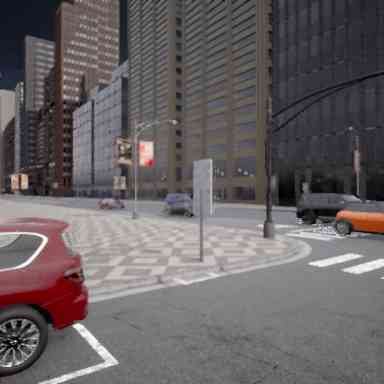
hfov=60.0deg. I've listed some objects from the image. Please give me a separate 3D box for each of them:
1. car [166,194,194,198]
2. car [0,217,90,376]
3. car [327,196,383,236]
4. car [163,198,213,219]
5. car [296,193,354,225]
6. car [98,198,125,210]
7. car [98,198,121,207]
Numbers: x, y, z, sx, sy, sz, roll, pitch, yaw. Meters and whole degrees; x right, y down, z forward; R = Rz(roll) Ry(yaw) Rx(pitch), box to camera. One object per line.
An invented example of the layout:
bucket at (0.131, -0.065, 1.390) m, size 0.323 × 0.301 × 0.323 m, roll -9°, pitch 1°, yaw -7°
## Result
car at (-0.791, 1.180, 34.835) m, size 2.150 × 2.045 × 5.566 m, roll 0°, pitch -1°, yaw -36°
car at (-3.816, 1.321, 4.033) m, size 5.009 × 1.841 × 2.192 m, roll 0°, pitch 1°, yaw -36°
car at (9.089, 1.224, 15.420) m, size 2.097 × 1.767 × 4.553 m, roll 0°, pitch 0°, yaw -36°
car at (-0.525, 1.483, 28.874) m, size 2.033 × 1.411 × 5.357 m, roll 0°, pitch 0°, yaw -36°
car at (9.234, 1.112, 20.820) m, size 2.150 × 2.045 × 5.566 m, roll 0°, pitch 0°, yaw -36°
car at (-10.196, 1.526, 42.430) m, size 1.812 × 1.442 × 4.674 m, roll 0°, pitch 0°, yaw -35°
car at (-13.017, 1.643, 52.082) m, size 1.895 × 1.301 × 4.718 m, roll 0°, pitch 0°, yaw -35°
